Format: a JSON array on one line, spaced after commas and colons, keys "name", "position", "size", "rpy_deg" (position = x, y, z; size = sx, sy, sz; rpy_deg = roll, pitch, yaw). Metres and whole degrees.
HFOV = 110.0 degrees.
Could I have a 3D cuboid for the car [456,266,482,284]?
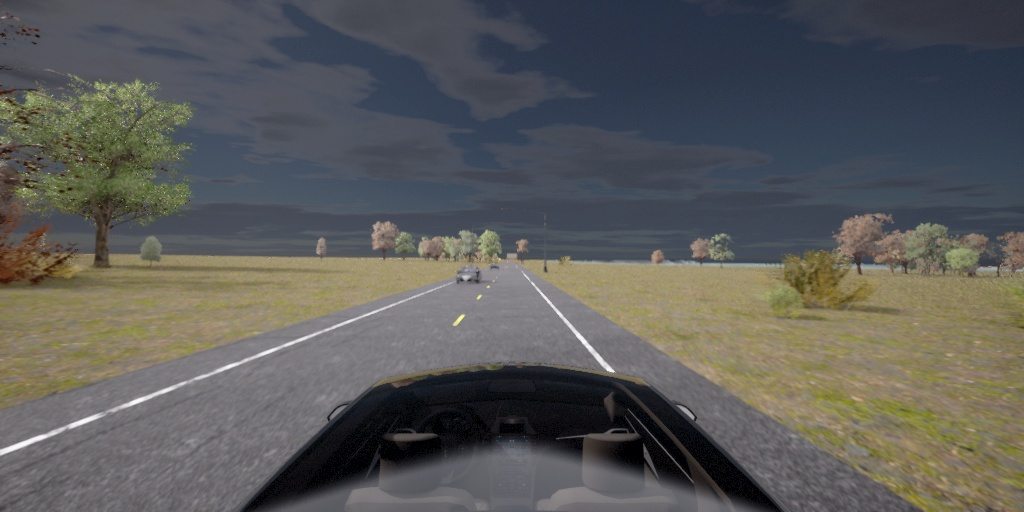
[{"name": "car", "position": [-3.597, 1.583, 30.601], "size": [2.128, 1.511, 4.902], "rpy_deg": [0, -1, 0]}]
